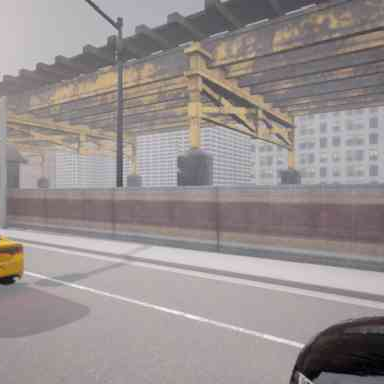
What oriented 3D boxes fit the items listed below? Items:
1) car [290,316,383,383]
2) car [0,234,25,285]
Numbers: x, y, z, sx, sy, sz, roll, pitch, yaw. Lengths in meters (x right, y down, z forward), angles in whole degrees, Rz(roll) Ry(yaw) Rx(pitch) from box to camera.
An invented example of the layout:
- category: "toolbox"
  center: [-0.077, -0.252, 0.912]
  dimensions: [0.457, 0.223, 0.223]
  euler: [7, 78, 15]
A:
- category: "car"
  center: [3.037, 1.502, 1.827]
  dimensions: [4.902, 1.511, 2.128]
  euler: [0, 0, 36]
- category: "car"
  center: [-6.206, 1.502, 8.376]
  dimensions: [5.008, 1.535, 1.882]
  euler: [0, 0, 36]
